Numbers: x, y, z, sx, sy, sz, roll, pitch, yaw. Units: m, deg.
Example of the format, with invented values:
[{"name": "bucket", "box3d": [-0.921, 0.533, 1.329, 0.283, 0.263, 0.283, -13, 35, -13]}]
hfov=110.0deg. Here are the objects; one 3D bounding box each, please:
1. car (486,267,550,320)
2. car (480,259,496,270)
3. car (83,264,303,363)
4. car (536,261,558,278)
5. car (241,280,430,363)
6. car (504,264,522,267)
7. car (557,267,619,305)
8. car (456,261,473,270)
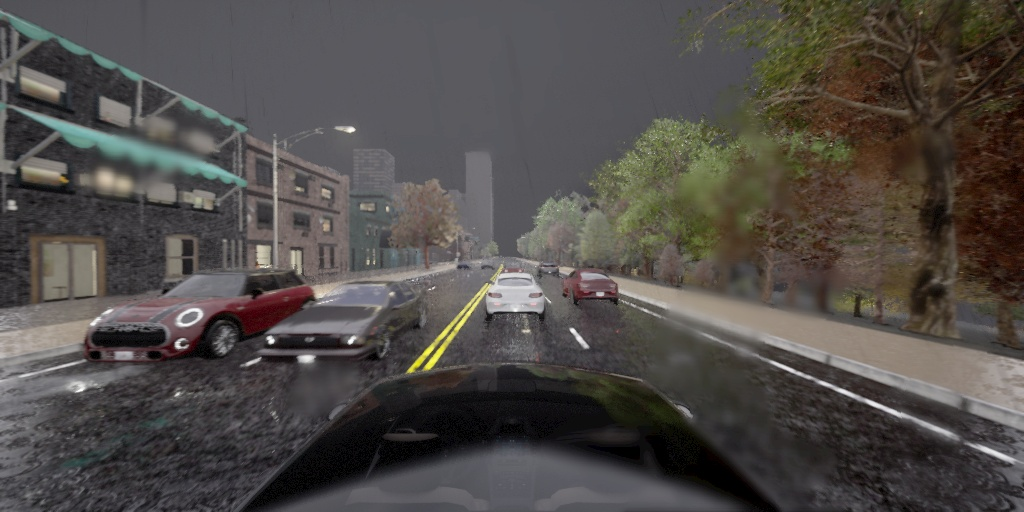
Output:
[{"name": "car", "box3d": [0.100, 1.274, 12.472, 1.812, 1.442, 4.674, 0, 0, 0]}, {"name": "car", "box3d": [-3.443, 1.249, 51.952, 1.837, 1.490, 4.892, 0, -1, -1]}, {"name": "car", "box3d": [-6.601, 1.101, 8.343, 2.097, 1.767, 4.553, 0, 0, 0]}, {"name": "car", "box3d": [3.348, 1.236, 34.044, 2.128, 1.511, 4.902, 0, 0, 0]}, {"name": "car", "box3d": [-3.353, 1.296, 8.518, 2.033, 1.411, 5.357, 0, 0, 0]}, {"name": "car", "box3d": [0.098, 1.346, 33.267, 1.895, 1.301, 4.718, 0, 0, 0]}, {"name": "car", "box3d": [3.336, 1.273, 15.877, 1.812, 1.442, 4.674, 0, 0, 0]}, {"name": "car", "box3d": [-6.679, 1.344, 50.722, 1.895, 1.301, 4.718, 0, 0, -1]}]
